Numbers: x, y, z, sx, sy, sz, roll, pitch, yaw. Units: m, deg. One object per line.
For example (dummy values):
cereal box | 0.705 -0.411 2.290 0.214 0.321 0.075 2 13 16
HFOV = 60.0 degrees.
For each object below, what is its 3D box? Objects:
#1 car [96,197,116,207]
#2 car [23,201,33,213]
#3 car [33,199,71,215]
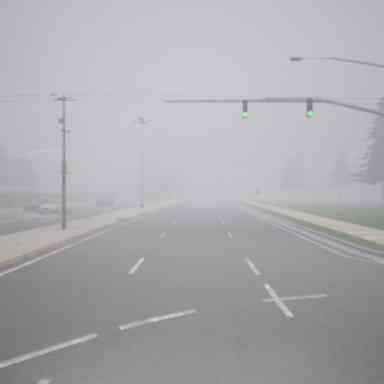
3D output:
car | -13.276 1.486 51.329 1.882 1.535 5.008 0 0 3
car | -17.373 1.541 38.148 1.882 1.535 5.008 0 1 3
car | -14.118 1.537 34.529 1.812 1.442 4.674 0 0 3
